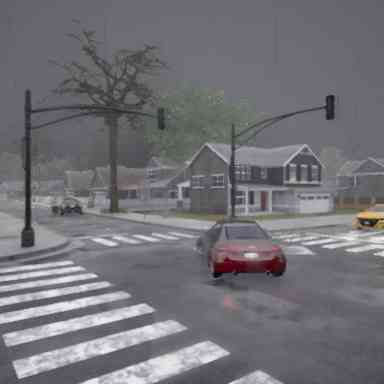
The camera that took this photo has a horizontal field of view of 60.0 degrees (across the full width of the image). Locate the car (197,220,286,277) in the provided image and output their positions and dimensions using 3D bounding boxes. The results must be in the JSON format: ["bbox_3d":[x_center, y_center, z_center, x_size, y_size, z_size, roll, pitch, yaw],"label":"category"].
[{"bbox_3d":[1.366,1.561,10.312,1.994,1.385,4.181,0,0,-4],"label":"car"}]

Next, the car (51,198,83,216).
[{"bbox_3d":[-12.700,1.401,33.639,2.097,1.767,4.553,0,0,-35],"label":"car"}]

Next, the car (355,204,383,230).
[{"bbox_3d":[11.805,1.461,20.086,5.008,1.535,1.882,0,0,-36],"label":"car"}]
